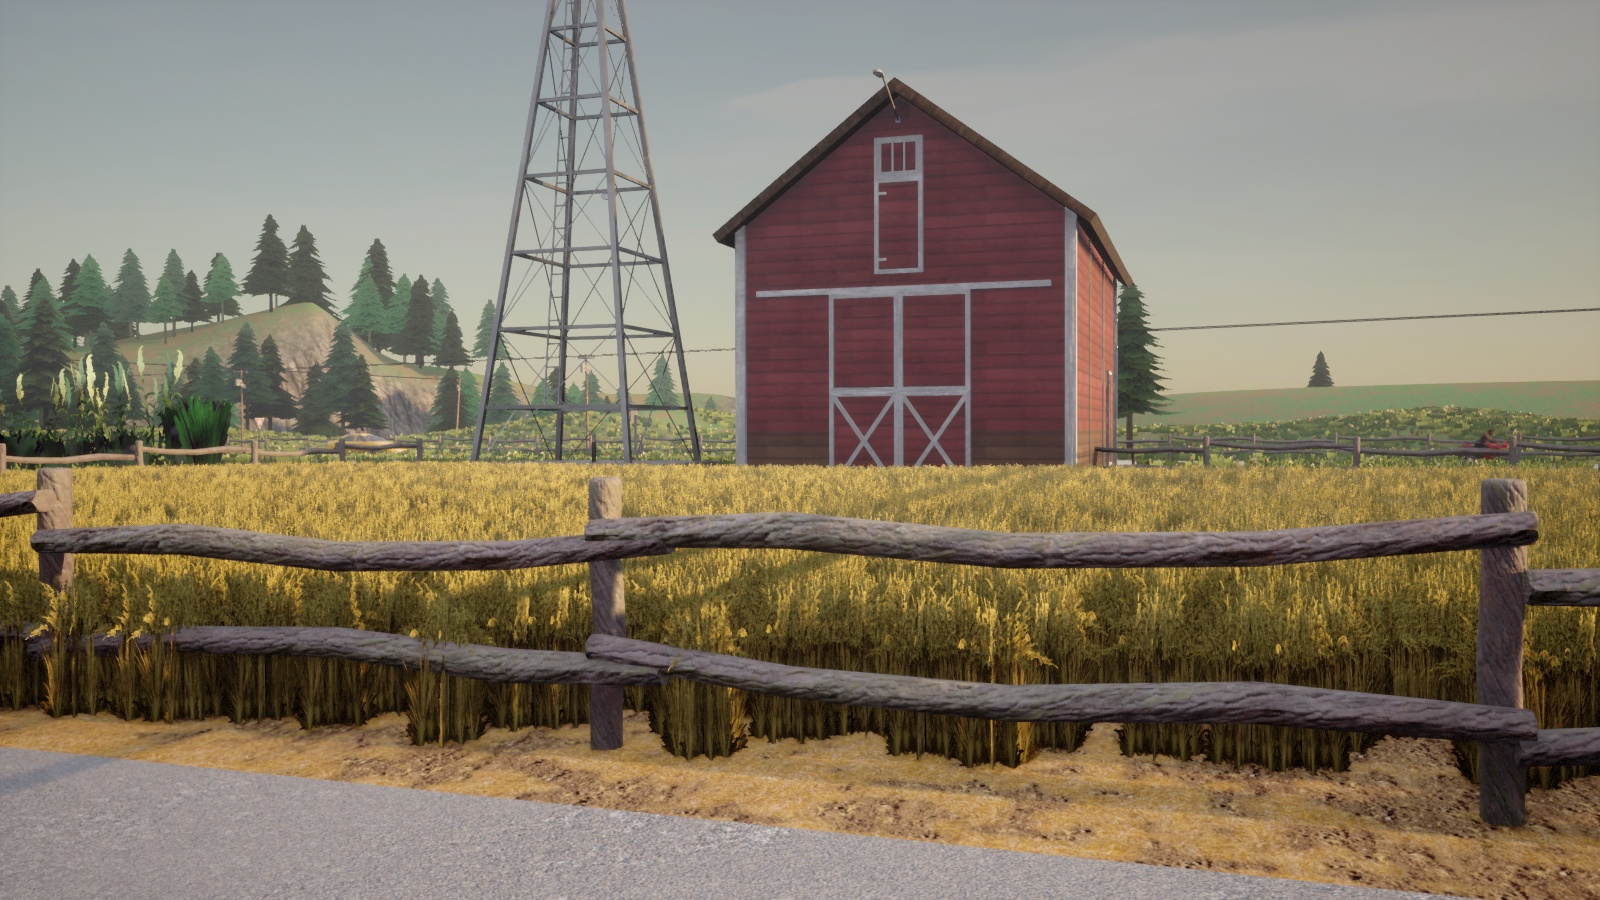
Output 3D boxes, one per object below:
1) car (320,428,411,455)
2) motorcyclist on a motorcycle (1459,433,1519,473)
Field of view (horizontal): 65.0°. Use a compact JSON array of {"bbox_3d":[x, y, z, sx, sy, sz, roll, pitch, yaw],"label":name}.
[{"bbox_3d":[-25.998,-0.534,75.045,5.366,1.575,1.801,1,1,24],"label":"car"},{"bbox_3d":[27.755,0.102,50.607,2.044,1.523,0.797,1,4,33],"label":"motorcyclist on a motorcycle"}]
